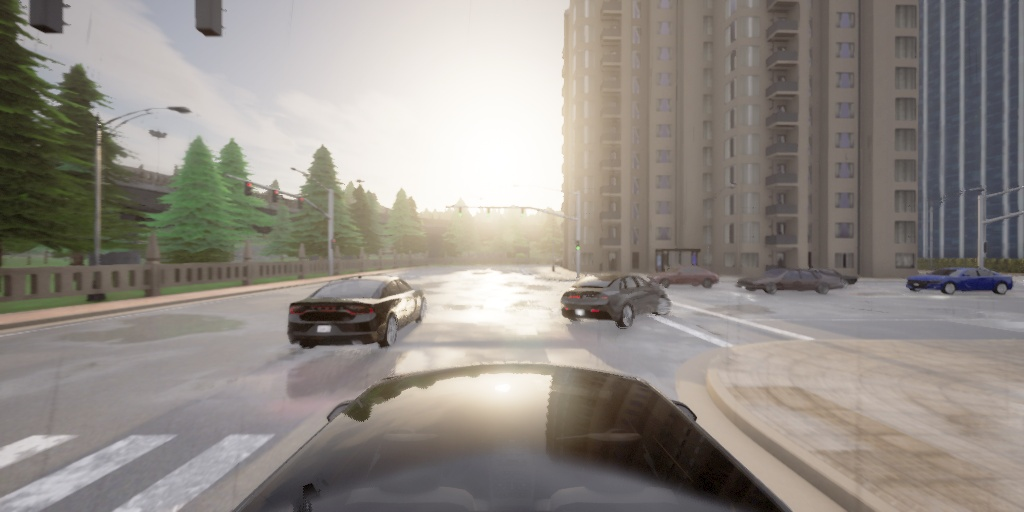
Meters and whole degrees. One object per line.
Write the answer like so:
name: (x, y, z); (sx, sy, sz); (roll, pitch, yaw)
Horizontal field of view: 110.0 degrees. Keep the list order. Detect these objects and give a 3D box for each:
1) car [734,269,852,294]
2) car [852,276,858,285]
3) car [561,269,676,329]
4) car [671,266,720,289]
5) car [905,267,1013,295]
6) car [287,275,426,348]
car: (16.102, 1.451, 20.934); (5.357, 1.411, 2.033); (0, 0, -2)
car: (20.568, 1.529, 24.574); (4.718, 1.301, 1.895); (0, 0, -2)
car: (3.513, 1.333, 11.792); (1.837, 1.490, 4.892); (-4, -3, 42)
car: (11.506, 1.411, 24.289); (4.674, 1.442, 1.812); (0, 0, -1)
car: (26.357, 1.430, 21.245); (5.008, 1.535, 1.882); (0, 0, -2)
car: (-3.573, 1.220, 9.212); (1.882, 1.535, 5.008); (0, 0, -1)
